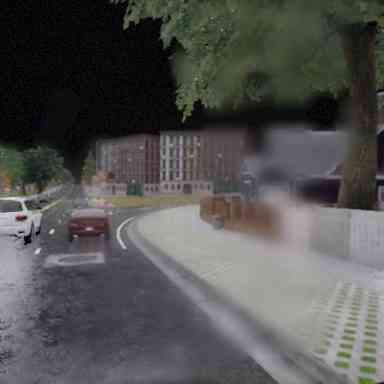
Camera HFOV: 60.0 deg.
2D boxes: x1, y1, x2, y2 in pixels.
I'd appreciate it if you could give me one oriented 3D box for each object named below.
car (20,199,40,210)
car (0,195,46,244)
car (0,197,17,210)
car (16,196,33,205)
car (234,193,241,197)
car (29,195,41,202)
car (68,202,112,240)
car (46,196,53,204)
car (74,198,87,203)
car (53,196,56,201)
[{"bbox_3d":[-22.428,1.677,46.282,1.895,1.301,4.718,0,0,-18],"label":"car"},{"bbox_3d":[-8.553,1.259,15.808,2.150,2.045,5.566,0,0,-19],"label":"car"},{"bbox_3d":[-25.746,1.562,45.964,1.882,1.535,5.008,0,0,-18],"label":"car"},{"bbox_3d":[-30.745,1.555,61.083,2.033,1.411,5.357,0,1,-18],"label":"car"},{"bbox_3d":[10.554,0.899,67.674,1.837,1.490,4.892,2,2,43],"label":"car"},{"bbox_3d":[-35.581,1.397,75.467,1.812,1.442,4.674,0,1,-19],"label":"car"},{"bbox_3d":[-5.204,1.512,17.276,1.882,1.535,5.008,0,0,-14],"label":"car"},{"bbox_3d":[-27.417,1.606,61.356,1.895,1.301,4.718,0,0,-18],"label":"car"},{"bbox_3d":[-16.891,1.600,50.473,2.033,1.411,5.357,0,0,-19],"label":"car"},{"bbox_3d":[-32.405,1.461,76.221,1.895,1.301,4.718,0,1,-19],"label":"car"}]
